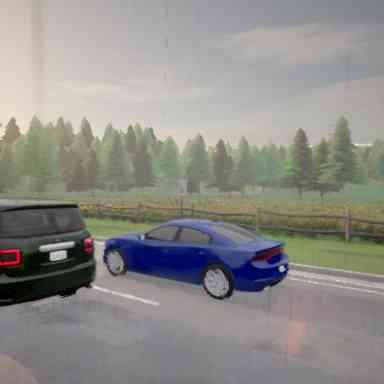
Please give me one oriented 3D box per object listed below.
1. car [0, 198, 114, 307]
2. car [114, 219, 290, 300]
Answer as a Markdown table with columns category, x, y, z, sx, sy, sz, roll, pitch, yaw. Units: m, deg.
| category | x | y | z | sx | sy | sz | roll | pitch | yaw |
| --- | --- | --- | --- | --- | --- | --- | --- | --- | --- |
| car | -4.455 | 1.135 | 7.147 | 5.566 | 2.045 | 2.150 | 1 | 0 | 35 |
| car | -0.124 | 1.423 | 8.380 | 5.008 | 1.535 | 1.882 | 1 | 0 | 35 |
